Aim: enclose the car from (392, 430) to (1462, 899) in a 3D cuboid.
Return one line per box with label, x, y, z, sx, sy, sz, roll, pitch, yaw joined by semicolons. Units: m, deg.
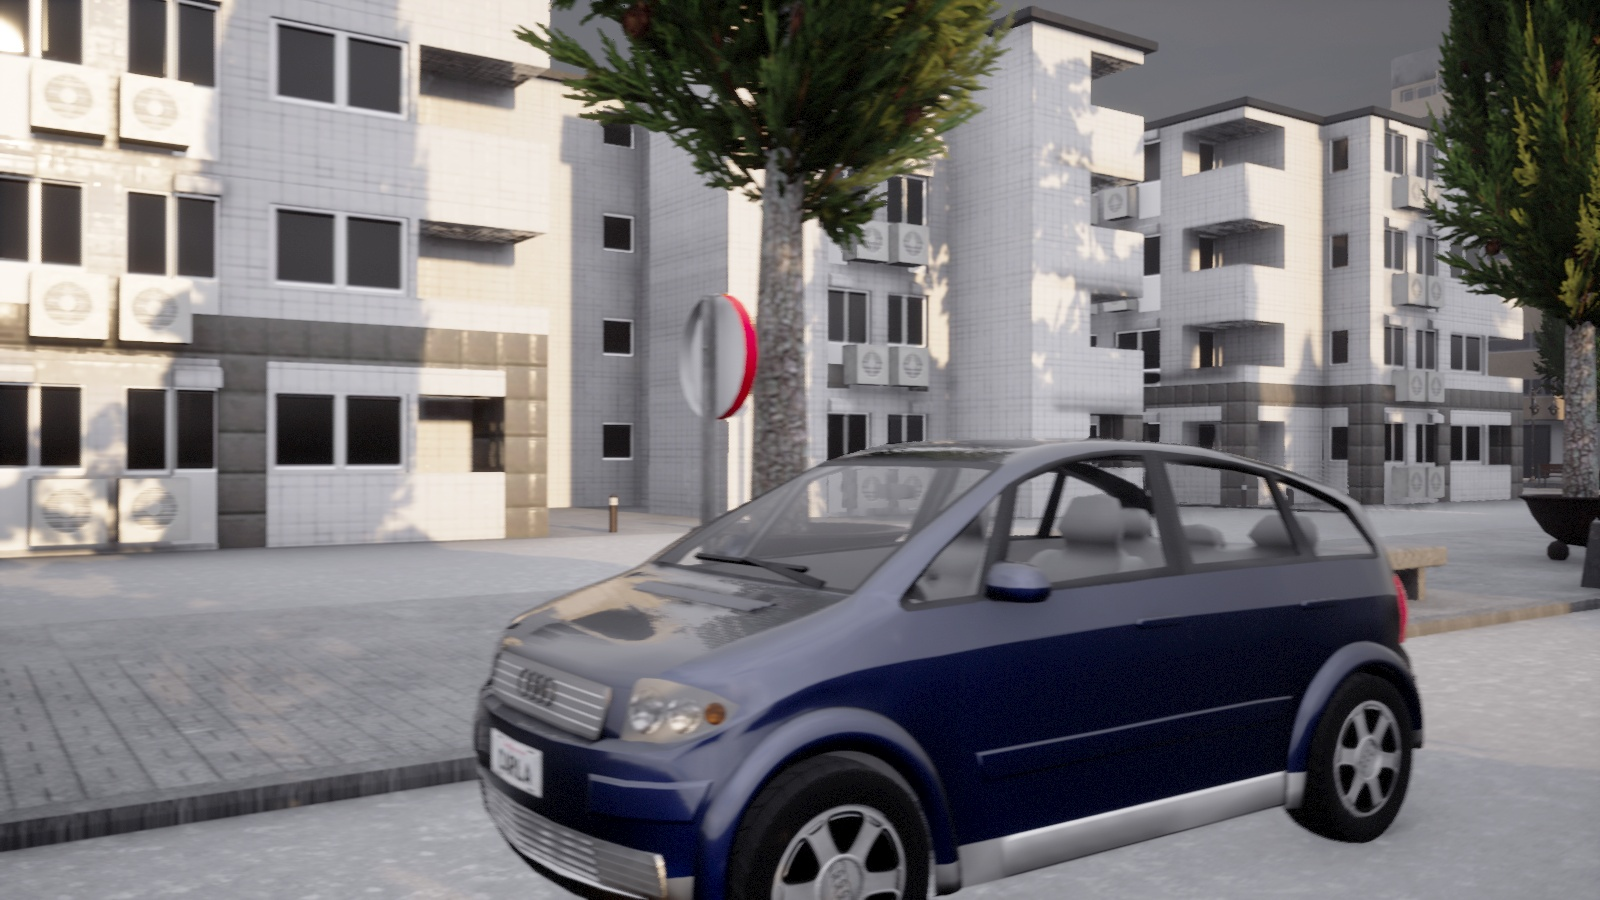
car;0.613;0.734;4.695;3.705;1.549;1.789;0;0;-35
